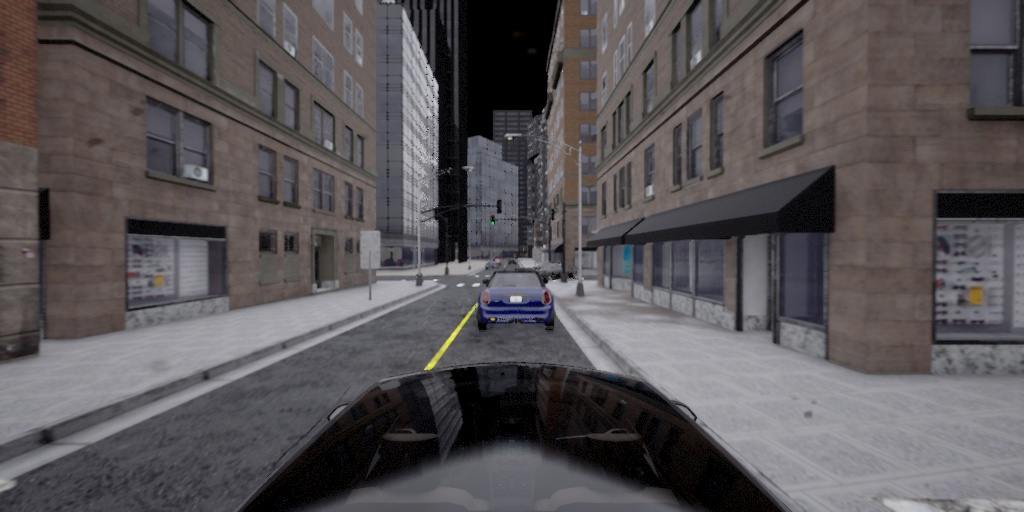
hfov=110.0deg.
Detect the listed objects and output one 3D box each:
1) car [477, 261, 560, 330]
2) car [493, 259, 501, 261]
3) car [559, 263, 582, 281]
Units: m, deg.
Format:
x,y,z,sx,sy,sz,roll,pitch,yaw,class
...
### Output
x,y,z,sx,sy,sz,roll,pitch,yaw,class
0.108,1.148,11.392,2.097,1.767,4.553,0,0,0,car
-3.030,1.432,54.563,1.994,1.385,4.181,0,0,0,car
3.701,1.363,29.971,4.902,1.511,2.128,0,-1,-35,car
